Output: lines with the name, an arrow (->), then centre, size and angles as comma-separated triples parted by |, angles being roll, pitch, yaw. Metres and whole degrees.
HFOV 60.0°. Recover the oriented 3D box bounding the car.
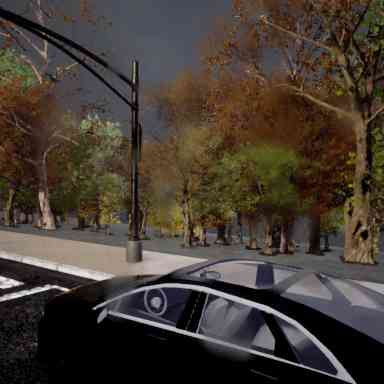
car -> 0.259, 1.491, 3.489 | 4.902, 1.511, 2.128 | 0, 0, 37
